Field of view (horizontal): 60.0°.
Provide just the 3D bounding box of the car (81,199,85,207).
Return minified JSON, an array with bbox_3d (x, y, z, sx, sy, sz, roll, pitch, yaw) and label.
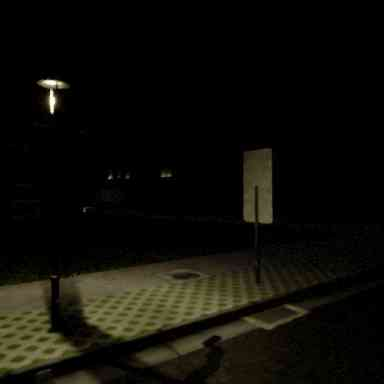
[{"bbox_3d":[-14.066,0.966,37.506,4.674,1.442,1.812,1,1,34],"label":"car"}]
